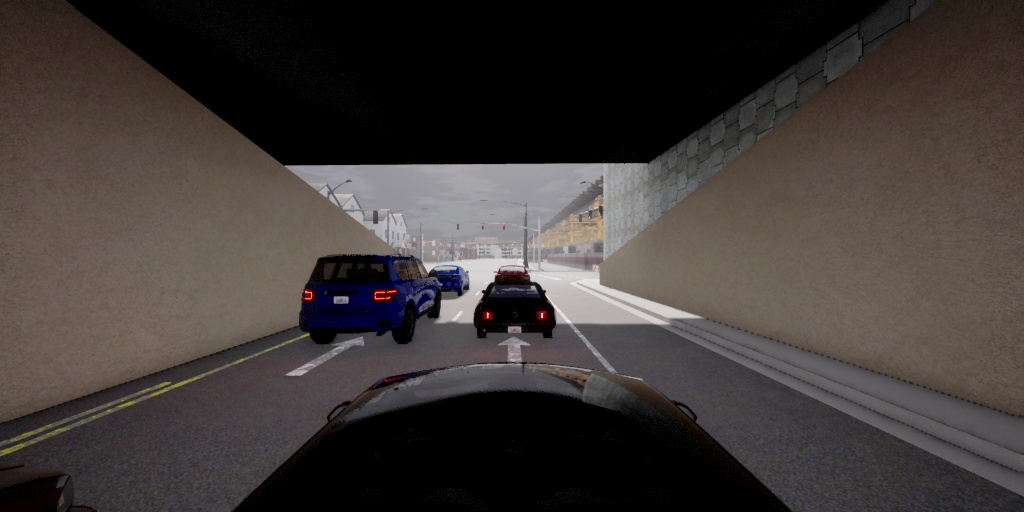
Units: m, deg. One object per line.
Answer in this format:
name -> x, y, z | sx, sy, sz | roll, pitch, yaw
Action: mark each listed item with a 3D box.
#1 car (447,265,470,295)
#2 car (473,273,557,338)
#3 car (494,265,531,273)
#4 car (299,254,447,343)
car -> -3.485, 1.228, 19.788 | 1.882, 1.535, 5.008 | 0, 0, 0
car -> 0.058, 1.351, 10.200 | 1.895, 1.301, 4.718 | 0, 0, 0
car -> 0.016, 1.228, 19.537 | 1.882, 1.535, 5.008 | 0, 0, 0
car -> -3.437, 0.971, 9.851 | 2.150, 2.045, 5.566 | 0, 0, 0
